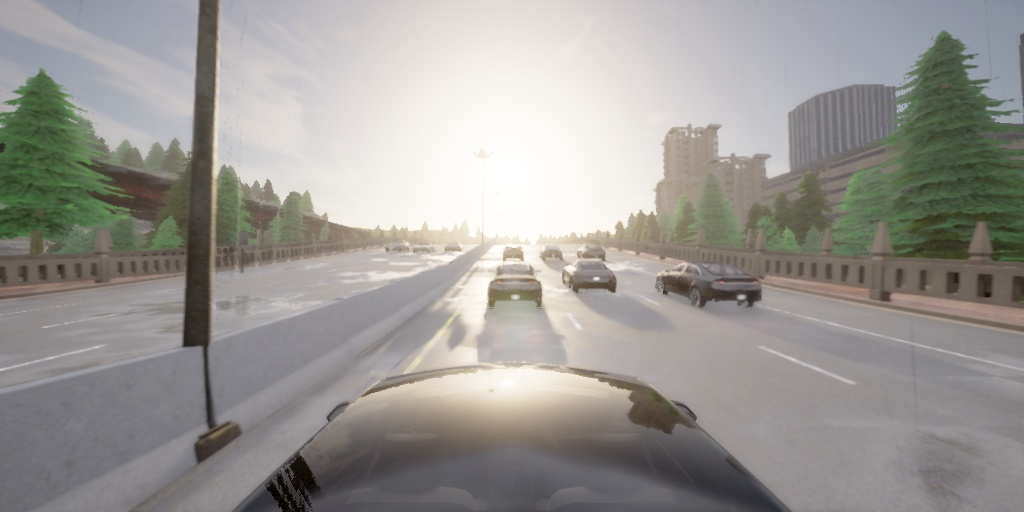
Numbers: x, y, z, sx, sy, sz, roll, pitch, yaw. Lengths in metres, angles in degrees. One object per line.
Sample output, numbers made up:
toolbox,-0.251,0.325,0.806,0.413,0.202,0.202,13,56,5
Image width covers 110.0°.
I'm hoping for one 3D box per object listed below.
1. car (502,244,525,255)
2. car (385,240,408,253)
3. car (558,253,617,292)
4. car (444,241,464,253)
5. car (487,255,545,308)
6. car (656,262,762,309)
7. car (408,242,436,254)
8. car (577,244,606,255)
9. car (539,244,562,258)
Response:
car,0.115,-0.355,32.454,2.128,1.511,4.902,0,4,0
car,-14.059,-1.222,44.133,2.128,1.511,4.902,0,4,0
car,3.607,0.818,17.311,1.994,1.385,4.181,0,4,0
car,-7.062,-1.133,43.908,1.994,1.385,4.181,0,4,0
car,0.105,0.950,13.540,2.128,1.511,4.902,0,3,0
car,7.105,0.952,13.505,2.128,1.511,4.902,0,3,0
car,-10.564,-1.041,43.160,1.895,1.301,4.718,0,4,0
car,7.115,-0.356,32.466,2.128,1.511,4.902,0,4,0
car,3.616,-0.400,33.522,1.812,1.442,4.674,0,4,0
